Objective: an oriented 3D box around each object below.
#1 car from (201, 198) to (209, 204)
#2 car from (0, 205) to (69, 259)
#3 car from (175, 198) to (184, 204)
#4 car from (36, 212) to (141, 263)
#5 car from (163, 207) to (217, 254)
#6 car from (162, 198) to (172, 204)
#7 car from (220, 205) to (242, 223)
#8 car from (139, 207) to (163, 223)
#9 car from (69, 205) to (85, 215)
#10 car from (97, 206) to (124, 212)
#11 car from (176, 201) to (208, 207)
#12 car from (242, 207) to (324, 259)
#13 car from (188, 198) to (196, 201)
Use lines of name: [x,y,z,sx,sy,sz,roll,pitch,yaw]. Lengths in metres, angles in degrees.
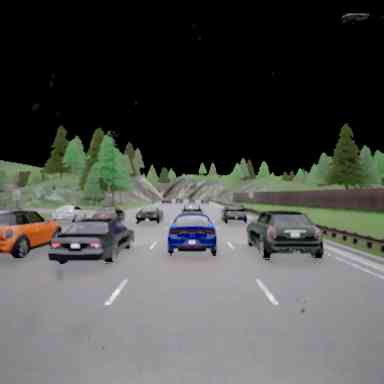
car: [3.481,2.487,88.463,2.128,1.511,4.902,0,-1,0]
car: [-6.980,1.505,13.397,2.097,1.767,4.553,0,-1,1]
car: [-3.519,2.502,88.461,2.033,1.411,5.357,0,-1,0]
car: [-3.494,1.691,12.485,2.033,1.411,5.357,0,-1,0]
car: [0.027,1.641,14.220,1.882,1.535,5.008,0,0,1]
car: [-7.019,2.375,91.349,2.097,1.767,4.553,0,-1,0]
car: [3.511,1.819,28.477,2.128,1.511,4.902,0,-1,0]
car: [-3.492,1.924,28.216,1.895,1.301,4.718,0,-1,0]
car: [-10.593,1.856,28.865,1.812,1.442,4.674,0,0,-2]
car: [-6.989,1.890,28.458,1.994,1.385,4.181,0,-1,0]
car: [0.011,1.819,28.480,2.128,1.511,4.902,0,-1,0]
car: [3.520,1.505,13.398,2.097,1.767,4.553,0,-1,1]
car: [-0.019,2.502,88.462,2.033,1.411,5.357,0,-1,0]
